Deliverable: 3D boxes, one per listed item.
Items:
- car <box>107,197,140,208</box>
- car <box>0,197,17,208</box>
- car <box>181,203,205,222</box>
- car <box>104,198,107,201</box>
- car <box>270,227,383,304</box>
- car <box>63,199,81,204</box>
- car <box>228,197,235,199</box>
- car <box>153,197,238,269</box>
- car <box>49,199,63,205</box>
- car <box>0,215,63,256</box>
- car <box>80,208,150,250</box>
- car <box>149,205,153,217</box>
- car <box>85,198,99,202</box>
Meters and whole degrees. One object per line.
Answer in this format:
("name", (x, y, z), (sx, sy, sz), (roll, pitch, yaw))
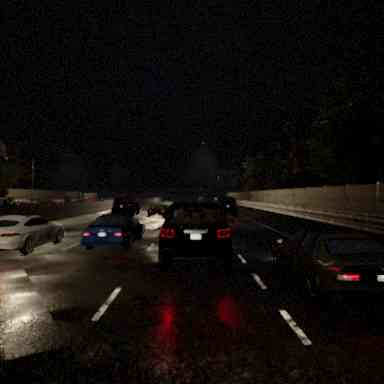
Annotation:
("car", (-6.904, 1.525, 35.110), (2.150, 2.045, 5.566), (0, -1, 0))
("car", (-17.597, 1.473, 29.140), (2.150, 2.045, 5.566), (0, -1, 0))
("car", (0.096, 1.807, 30.162), (2.033, 1.411, 5.357), (0, -1, 0))
("car", (-17.502, 2.003, 70.330), (1.882, 1.535, 5.008), (0, -1, 0))
("car", (3.458, 1.611, 8.468), (2.033, 1.411, 5.357), (0, 0, 0))
("car", (-24.502, 2.160, 69.299), (1.994, 1.385, 4.181), (0, -1, 0))
("car", (3.499, 1.506, 35.177), (2.150, 2.045, 5.566), (0, -1, 0))
("car", (0.100, 1.321, 11.636), (2.150, 2.045, 5.566), (0, 0, 0))
("car", (-28.002, 2.202, 69.269), (1.895, 1.301, 4.718), (0, -1, 0))
("car", (-6.901, 1.642, 13.561), (1.812, 1.442, 4.674), (0, 0, 0))
("car", (-3.404, 1.677, 15.083), (2.033, 1.411, 5.357), (0, 0, 0))
("car", (-3.400, 1.898, 34.398), (1.895, 1.301, 4.718), (0, -1, 0))
("car", (-21.002, 2.065, 69.716), (1.882, 1.535, 5.008), (0, -1, 0))
